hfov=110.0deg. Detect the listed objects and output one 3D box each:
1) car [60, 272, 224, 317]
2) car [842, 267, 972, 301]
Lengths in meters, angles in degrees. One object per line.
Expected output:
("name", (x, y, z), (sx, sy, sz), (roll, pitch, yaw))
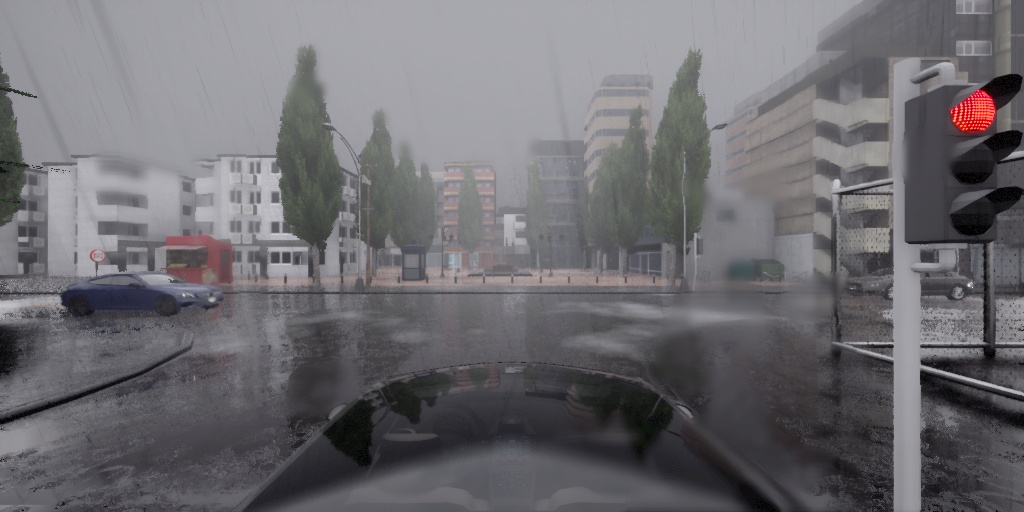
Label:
("car", (-12.906, 1.276, 12.635), (4.674, 1.442, 1.812), (0, 0, 0))
("car", (18.435, 1.255, 16.850), (4.892, 1.490, 1.837), (0, 0, 0))
